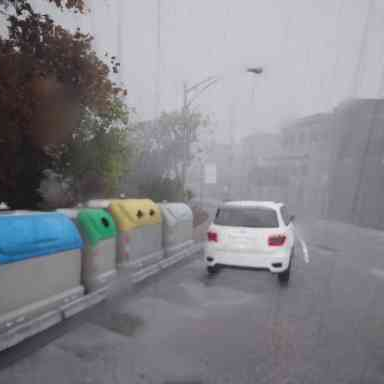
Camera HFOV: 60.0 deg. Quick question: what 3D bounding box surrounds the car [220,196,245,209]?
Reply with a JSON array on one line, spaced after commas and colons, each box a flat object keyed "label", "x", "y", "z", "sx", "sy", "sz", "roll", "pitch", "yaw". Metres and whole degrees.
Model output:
[{"label": "car", "x": 5.365, "y": 1.386, "z": 44.909, "sx": 2.033, "sy": 1.411, "sz": 5.357, "roll": -1, "pitch": 2, "yaw": -7}]

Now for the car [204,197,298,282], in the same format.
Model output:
[{"label": "car", "x": 2.014, "y": 1.264, "z": 10.356, "sx": 2.150, "sy": 2.045, "sz": 5.566, "roll": 1, "pitch": 0, "yaw": 18}]

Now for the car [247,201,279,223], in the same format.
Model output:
[{"label": "car", "x": 5.773, "y": 1.585, "z": 27.640, "sx": 2.033, "sy": 1.411, "sz": 5.357, "roll": 0, "pitch": 0, "yaw": 6}]
